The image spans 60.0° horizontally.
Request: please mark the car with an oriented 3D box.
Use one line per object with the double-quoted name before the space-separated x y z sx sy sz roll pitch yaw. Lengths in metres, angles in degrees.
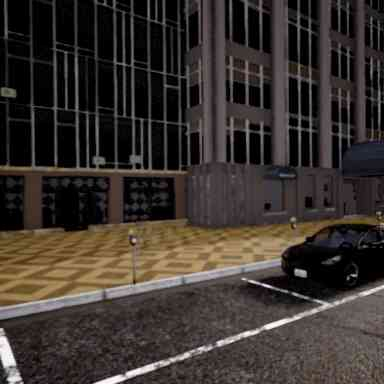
"car" 4.373 1.569 9.227 4.313 1.339 1.947 0 -1 -35
